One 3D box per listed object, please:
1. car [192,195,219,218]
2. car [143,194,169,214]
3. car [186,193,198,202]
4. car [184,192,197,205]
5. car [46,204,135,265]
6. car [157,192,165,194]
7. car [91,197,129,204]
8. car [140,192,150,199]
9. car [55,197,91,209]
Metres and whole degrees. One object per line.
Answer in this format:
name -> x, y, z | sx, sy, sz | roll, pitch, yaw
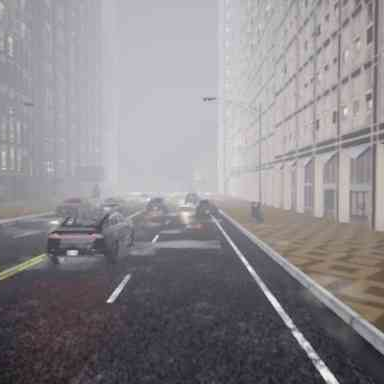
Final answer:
car -> 1.138, 1.234, 26.695 | 1.812, 1.442, 4.674 | 0, 1, 0
car -> -3.148, 1.186, 30.886 | 1.812, 1.442, 4.674 | 0, 1, 0
car -> 0.000, 0.903, 57.762 | 2.033, 1.411, 5.357 | 0, 1, 0
car -> 0.013, 0.832, 46.938 | 2.097, 1.767, 4.553 | 0, 1, 0
car -> -3.150, 1.370, 11.201 | 2.128, 1.511, 4.902 | 0, 1, 0
car -> -6.501, 0.747, 70.051 | 1.895, 1.301, 4.718 | 0, 1, 0
car -> -6.589, 1.181, 28.344 | 2.128, 1.511, 4.902 | 0, 0, 0
car -> -9.751, 0.704, 70.081 | 1.994, 1.385, 4.181 | 0, 1, 0
car -> -9.840, 1.169, 28.029 | 1.882, 1.535, 5.008 | 0, 0, 0
